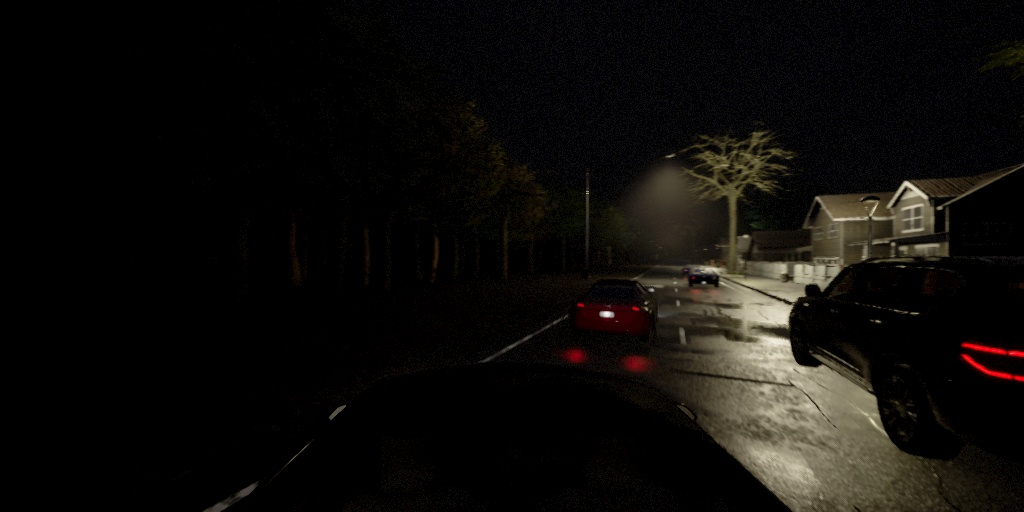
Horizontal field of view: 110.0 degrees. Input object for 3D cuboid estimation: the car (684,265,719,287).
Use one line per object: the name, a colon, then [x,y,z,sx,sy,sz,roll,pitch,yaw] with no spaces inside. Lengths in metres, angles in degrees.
car: [14.060,1.548,26.577,1.895,1.301,4.718,0,0,25]

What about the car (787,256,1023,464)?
car: [5.635,1.030,4.740,2.150,2.045,5.566,0,0,24]

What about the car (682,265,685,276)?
car: [20.594,1.653,41.239,1.895,1.301,4.718,0,0,24]

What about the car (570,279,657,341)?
car: [3.060,1.364,10.331,1.994,1.385,4.181,0,0,24]
